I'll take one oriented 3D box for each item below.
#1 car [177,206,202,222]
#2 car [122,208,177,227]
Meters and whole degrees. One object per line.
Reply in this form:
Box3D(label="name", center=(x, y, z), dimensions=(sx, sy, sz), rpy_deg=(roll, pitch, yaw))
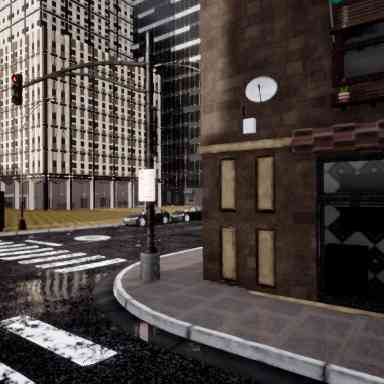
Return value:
Box3D(label="car", center=(-0.296, 1.975, 30.465), dimensions=(2.008, 1.369, 4.403), rpy_deg=(-2, -2, 35))
Box3D(label="car", center=(-3.500, 1.894, 25.909), dimensions=(2.008, 1.369, 4.403), rpy_deg=(-2, -2, 35))
